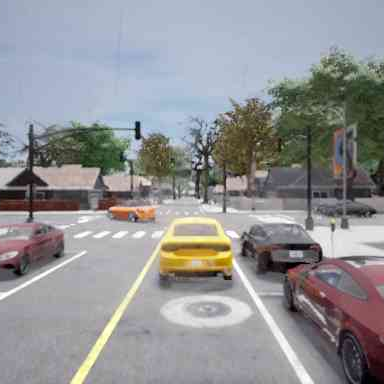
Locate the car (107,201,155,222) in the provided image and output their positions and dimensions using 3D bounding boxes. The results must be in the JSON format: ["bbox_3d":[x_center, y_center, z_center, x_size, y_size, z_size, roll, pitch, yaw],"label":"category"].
[{"bbox_3d":[-5.177,1.513,27.910,4.553,1.767,2.097,-1,0,43],"label":"car"}]

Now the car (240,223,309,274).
[{"bbox_3d":[2.639,1.619,10.503,1.947,1.339,4.313,0,0,0],"label":"car"}]

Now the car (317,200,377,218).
[{"bbox_3d":[14.261,1.585,30.217,4.674,1.442,1.812,0,0,2],"label":"car"}]

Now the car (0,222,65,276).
[{"bbox_3d":[-5.386,1.635,10.503,1.802,1.307,4.206,0,0,0],"label":"car"}]

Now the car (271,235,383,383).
[{"bbox_3d":[2.638,1.608,4.985,1.802,1.307,4.206,0,0,0],"label":"car"}]

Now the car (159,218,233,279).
[{"bbox_3d":[0.102,1.530,10.211,1.882,1.535,5.008,0,0,0],"label":"car"}]

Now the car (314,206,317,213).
[{"bbox_3d":[14.837,1.563,33.477,4.902,1.511,2.128,0,0,0],"label":"car"}]
